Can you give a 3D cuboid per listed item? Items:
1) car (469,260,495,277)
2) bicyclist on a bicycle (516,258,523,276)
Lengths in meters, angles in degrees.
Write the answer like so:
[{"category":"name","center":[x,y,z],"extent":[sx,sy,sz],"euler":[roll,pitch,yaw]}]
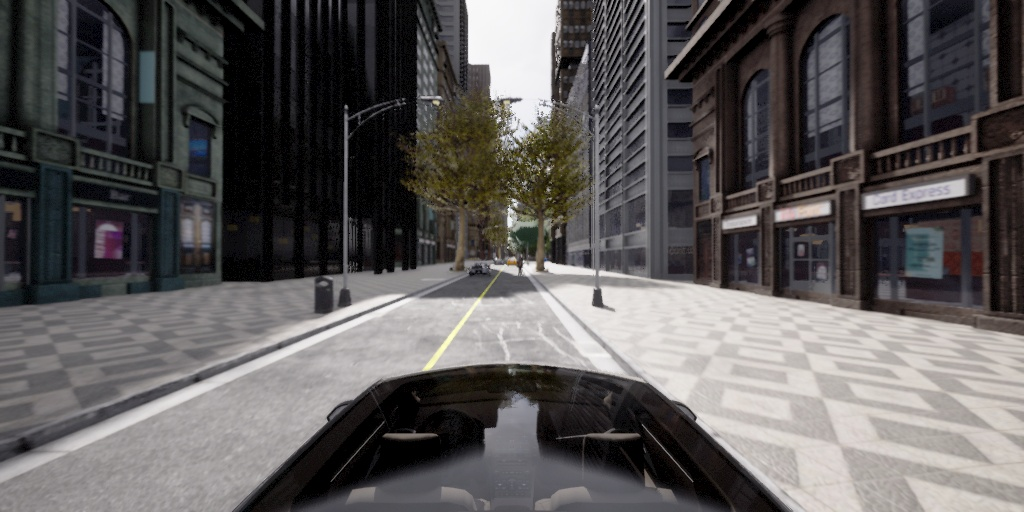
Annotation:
[{"category":"car","center":[-3.082,1.320,35.409],"extent":[1.994,1.385,4.181],"euler":[0,0,0]},{"category":"bicyclist on a bicycle","center":[0.834,1.209,34.593],"extent":[0.582,1.620,1.656],"euler":[0,0,0]}]
